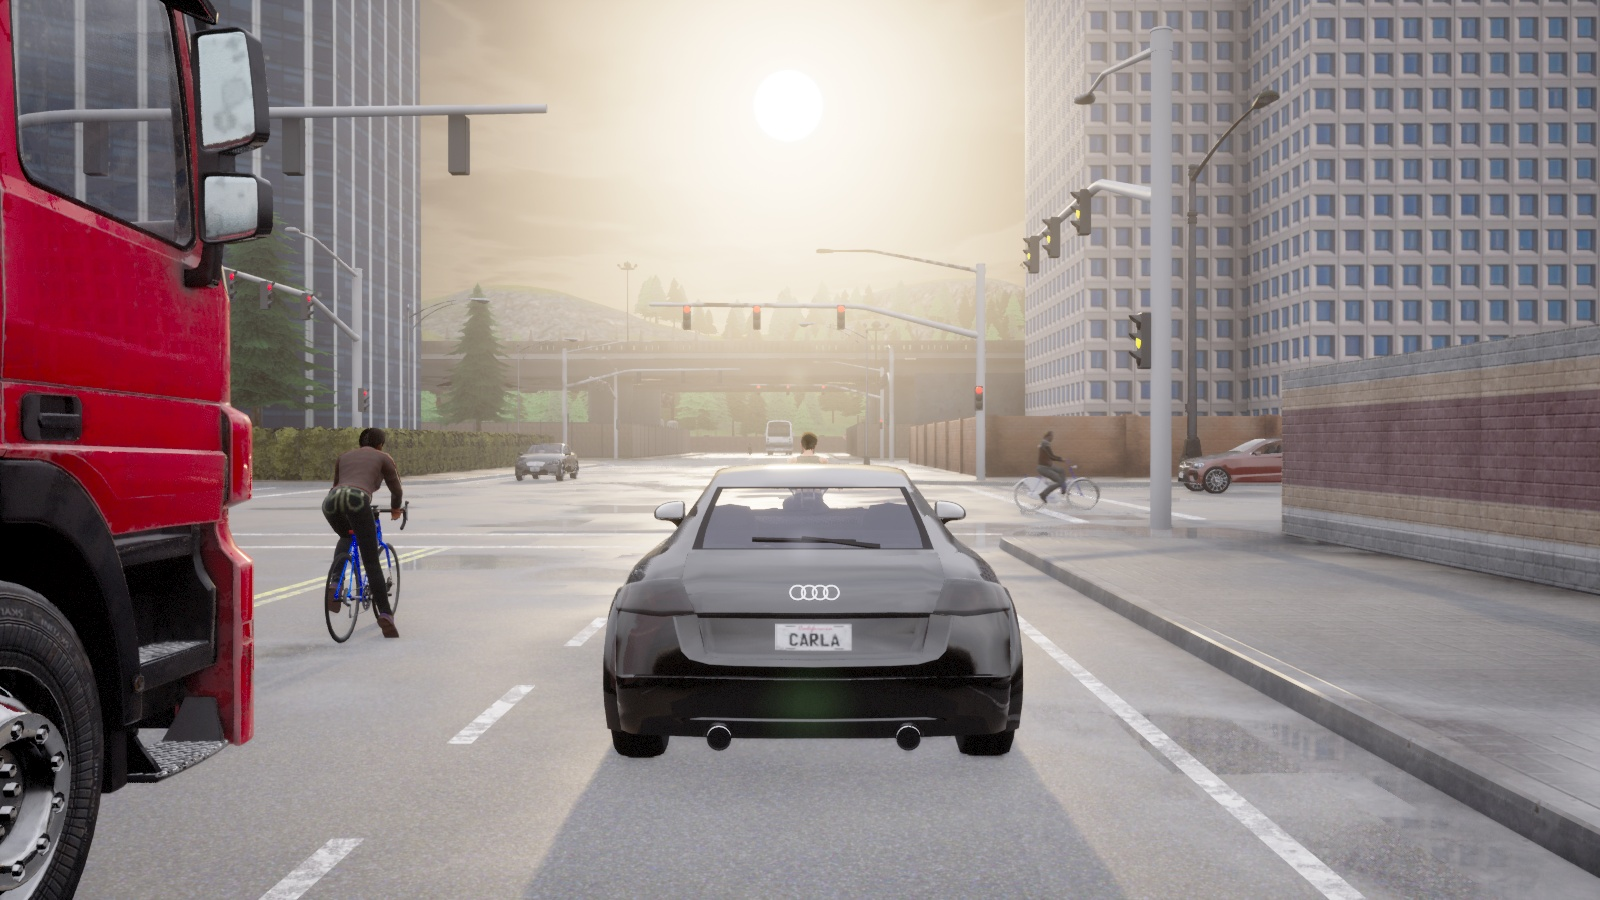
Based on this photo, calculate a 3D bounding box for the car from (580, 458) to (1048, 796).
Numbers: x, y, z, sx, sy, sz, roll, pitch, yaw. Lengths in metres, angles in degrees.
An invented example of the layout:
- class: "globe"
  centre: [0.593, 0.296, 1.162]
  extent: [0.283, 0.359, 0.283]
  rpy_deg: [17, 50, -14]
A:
- class: "car"
  centre: [0.060, 0.768, 7.443]
  extent: [1.994, 1.385, 4.181]
  rpy_deg: [0, 0, 0]

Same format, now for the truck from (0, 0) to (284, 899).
- class: "truck"
  centre: [-3.478, -0.243, 0.926]
  extent: [2.891, 3.462, 7.936]
  rpy_deg: [0, 0, 0]

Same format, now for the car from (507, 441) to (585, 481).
- class: "car"
  centre: [-10.185, 0.408, 50.752]
  extent: [2.128, 1.511, 4.902]
  rpy_deg: [0, 0, 0]

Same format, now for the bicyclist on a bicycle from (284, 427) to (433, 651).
- class: "bicyclist on a bicycle"
  centre: [-3.426, 0.641, 9.893]
  extent: [0.582, 1.620, 1.656]
  rpy_deg: [0, 0, 0]

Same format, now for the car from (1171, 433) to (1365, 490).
- class: "car"
  centre: [13.928, 0.324, 37.603]
  extent: [5.027, 1.651, 2.152]
  rpy_deg: [0, 0, 1]

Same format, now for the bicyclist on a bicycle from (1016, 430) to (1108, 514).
- class: "bicyclist on a bicycle"
  centre: [5.644, 0.468, 27.136]
  extent: [1.843, 1.776, 0.659]
  rpy_deg: [0, 0, 0]

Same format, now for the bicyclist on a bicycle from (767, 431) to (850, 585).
- class: "bicyclist on a bicycle"
  centre: [0.093, 0.604, 13.963]
  extent: [0.866, 1.612, 1.509]
  rpy_deg: [0, 0, 0]
